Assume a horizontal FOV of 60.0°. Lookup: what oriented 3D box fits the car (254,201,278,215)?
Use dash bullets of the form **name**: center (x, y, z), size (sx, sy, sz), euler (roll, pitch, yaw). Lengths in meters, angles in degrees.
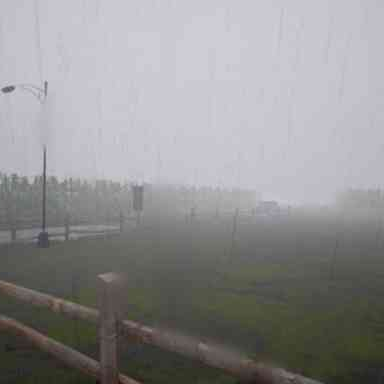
- **car**: center (11.590, 2.394, 51.543), size (2.150, 2.045, 5.566), euler (-1, -2, 36)
